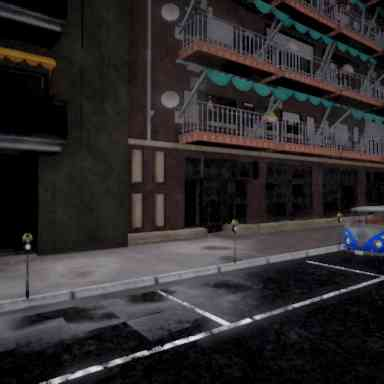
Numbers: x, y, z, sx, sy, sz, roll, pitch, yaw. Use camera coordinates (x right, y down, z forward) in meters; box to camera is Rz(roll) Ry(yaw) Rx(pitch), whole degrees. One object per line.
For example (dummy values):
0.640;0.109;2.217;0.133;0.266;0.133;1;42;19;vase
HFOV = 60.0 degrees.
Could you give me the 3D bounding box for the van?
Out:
6.844;1.340;11.438;3.998;1.788;1.690;0;0;-36;van
